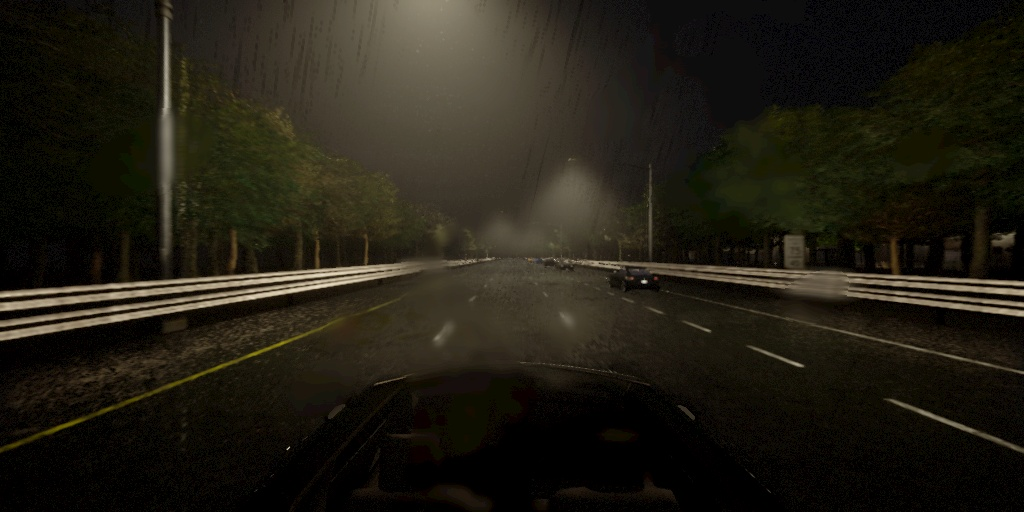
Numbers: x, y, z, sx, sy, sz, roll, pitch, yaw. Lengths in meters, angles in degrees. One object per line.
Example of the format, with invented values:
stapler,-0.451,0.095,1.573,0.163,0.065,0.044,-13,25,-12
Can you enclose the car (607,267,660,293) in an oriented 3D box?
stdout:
car,6.994,1.321,20.974,1.994,1.385,4.181,0,0,0

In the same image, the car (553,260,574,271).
car,6.982,1.374,47.950,1.895,1.301,4.718,0,0,0
